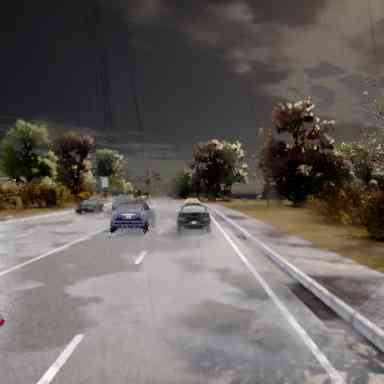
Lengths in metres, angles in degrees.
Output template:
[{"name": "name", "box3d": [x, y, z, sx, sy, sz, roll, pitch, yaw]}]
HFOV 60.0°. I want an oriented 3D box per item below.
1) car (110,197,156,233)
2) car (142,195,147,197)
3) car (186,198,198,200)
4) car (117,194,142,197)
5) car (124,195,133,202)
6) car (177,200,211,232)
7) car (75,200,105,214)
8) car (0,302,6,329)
[{"name": "car", "box3d": [-3.396, 1.356, 19.936, 2.097, 1.767, 4.553, 0, 0, 0]}, {"name": "car", "box3d": [-11.166, 1.490, 77.011, 1.812, 1.442, 4.674, 0, 0, -12]}, {"name": "car", "box3d": [0.019, 1.485, 38.591, 1.882, 1.535, 5.008, 0, 0, -1]}, {"name": "car", "box3d": [-7.144, 1.227, 36.020, 2.150, 2.045, 5.566, 0, 0, -1]}, {"name": "car", "box3d": [-14.541, 1.470, 76.083, 1.837, 1.490, 4.892, 0, 0, -12]}, {"name": "car", "box3d": [0.104, 1.481, 20.193, 1.882, 1.535, 5.008, 0, 0, 0]}, {"name": "car", "box3d": [-10.631, 1.554, 35.072, 2.033, 1.411, 5.357, 0, 0, 0]}, {"name": "car", "box3d": [-3.400, 1.601, 2.278, 1.895, 1.301, 4.718, 0, 0, 0]}]
